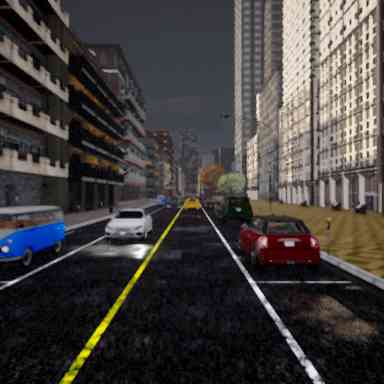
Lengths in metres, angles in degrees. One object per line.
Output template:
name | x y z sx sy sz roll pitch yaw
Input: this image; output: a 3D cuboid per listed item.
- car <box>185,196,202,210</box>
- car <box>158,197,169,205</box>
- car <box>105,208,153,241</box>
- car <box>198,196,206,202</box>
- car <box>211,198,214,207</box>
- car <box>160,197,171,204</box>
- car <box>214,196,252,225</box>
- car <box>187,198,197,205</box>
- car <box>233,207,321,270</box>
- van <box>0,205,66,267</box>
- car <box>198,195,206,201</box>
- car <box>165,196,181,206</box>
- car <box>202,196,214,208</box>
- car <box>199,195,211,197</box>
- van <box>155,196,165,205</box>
car | 0.034 1.613 44.235 1.882 1.535 5.008 0 0 0
car | -5.669 1.737 66.212 1.752 1.417 4.829 0 0 0
car | -3.095 1.570 17.166 1.812 1.442 4.674 0 0 0
car | 2.718 1.874 88.470 1.947 1.339 4.313 0 0 0
car | 3.155 1.595 31.889 1.837 1.490 4.892 0 0 0
car | -5.668 1.801 71.905 1.947 1.339 4.313 0 0 0
car | 3.114 1.296 24.919 2.150 2.045 5.566 0 0 0
car | 0.043 1.803 62.743 1.895 1.301 4.718 0 0 0
car | 2.697 1.469 11.151 1.967 1.590 4.097 0 0 0
van | -5.683 1.369 11.154 1.690 1.788 3.998 0 0 0
car | 2.720 1.647 93.995 2.192 1.841 5.009 0 0 0
car | -3.036 1.535 58.558 2.097 1.767 4.553 0 0 0
car | 2.708 1.702 49.811 2.008 1.369 4.403 0 0 0
car | 2.709 1.486 55.335 2.192 1.841 5.009 0 0 0
van | -5.670 1.532 60.860 1.690 1.788 3.998 0 0 0
